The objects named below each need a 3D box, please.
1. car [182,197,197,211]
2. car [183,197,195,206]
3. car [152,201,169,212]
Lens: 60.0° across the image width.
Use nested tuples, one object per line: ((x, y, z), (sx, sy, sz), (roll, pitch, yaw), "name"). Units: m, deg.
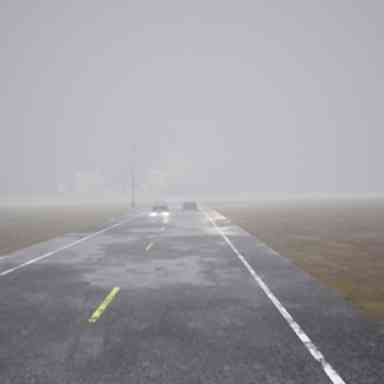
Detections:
((-0.285, 1.662, 44.415), (1.882, 1.535, 5.008), (0, 0, -1), "car")
((-0.636, 1.766, 62.446), (2.128, 1.511, 4.902), (0, 0, -1), "car")
((-3.935, 1.774, 42.134), (1.895, 1.301, 4.718), (0, 0, -1), "car")
